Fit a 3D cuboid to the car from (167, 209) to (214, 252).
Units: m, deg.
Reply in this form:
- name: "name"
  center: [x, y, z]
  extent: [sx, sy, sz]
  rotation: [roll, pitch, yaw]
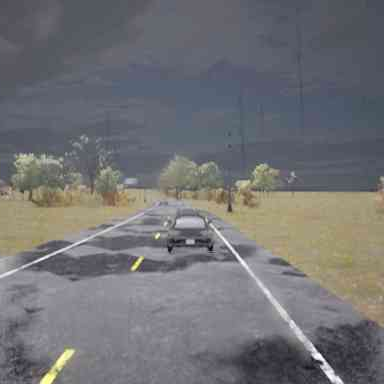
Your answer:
- name: "car"
  center: [-0.085, 1.667, 14.441]
  extent: [1.812, 1.442, 4.674]
  rotation: [0, 0, -1]

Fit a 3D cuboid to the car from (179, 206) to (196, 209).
- name: "car"
  center: [-0.399, 1.883, 29.174]
  extent: [1.895, 1.301, 4.718]
  rotation: [0, -1, -2]

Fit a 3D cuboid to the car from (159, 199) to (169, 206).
- name: "car"
  center: [-6.029, 2.215, 71.582]
  extent: [2.033, 1.411, 5.357]
  rotation: [0, -1, -4]

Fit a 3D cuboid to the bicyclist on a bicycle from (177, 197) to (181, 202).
- name: "bicyclist on a bicycle"
  center: [-3.409, 2.307, 93.990]
  extent: [0.866, 1.612, 1.509]
  rotation: [0, 0, -5]
